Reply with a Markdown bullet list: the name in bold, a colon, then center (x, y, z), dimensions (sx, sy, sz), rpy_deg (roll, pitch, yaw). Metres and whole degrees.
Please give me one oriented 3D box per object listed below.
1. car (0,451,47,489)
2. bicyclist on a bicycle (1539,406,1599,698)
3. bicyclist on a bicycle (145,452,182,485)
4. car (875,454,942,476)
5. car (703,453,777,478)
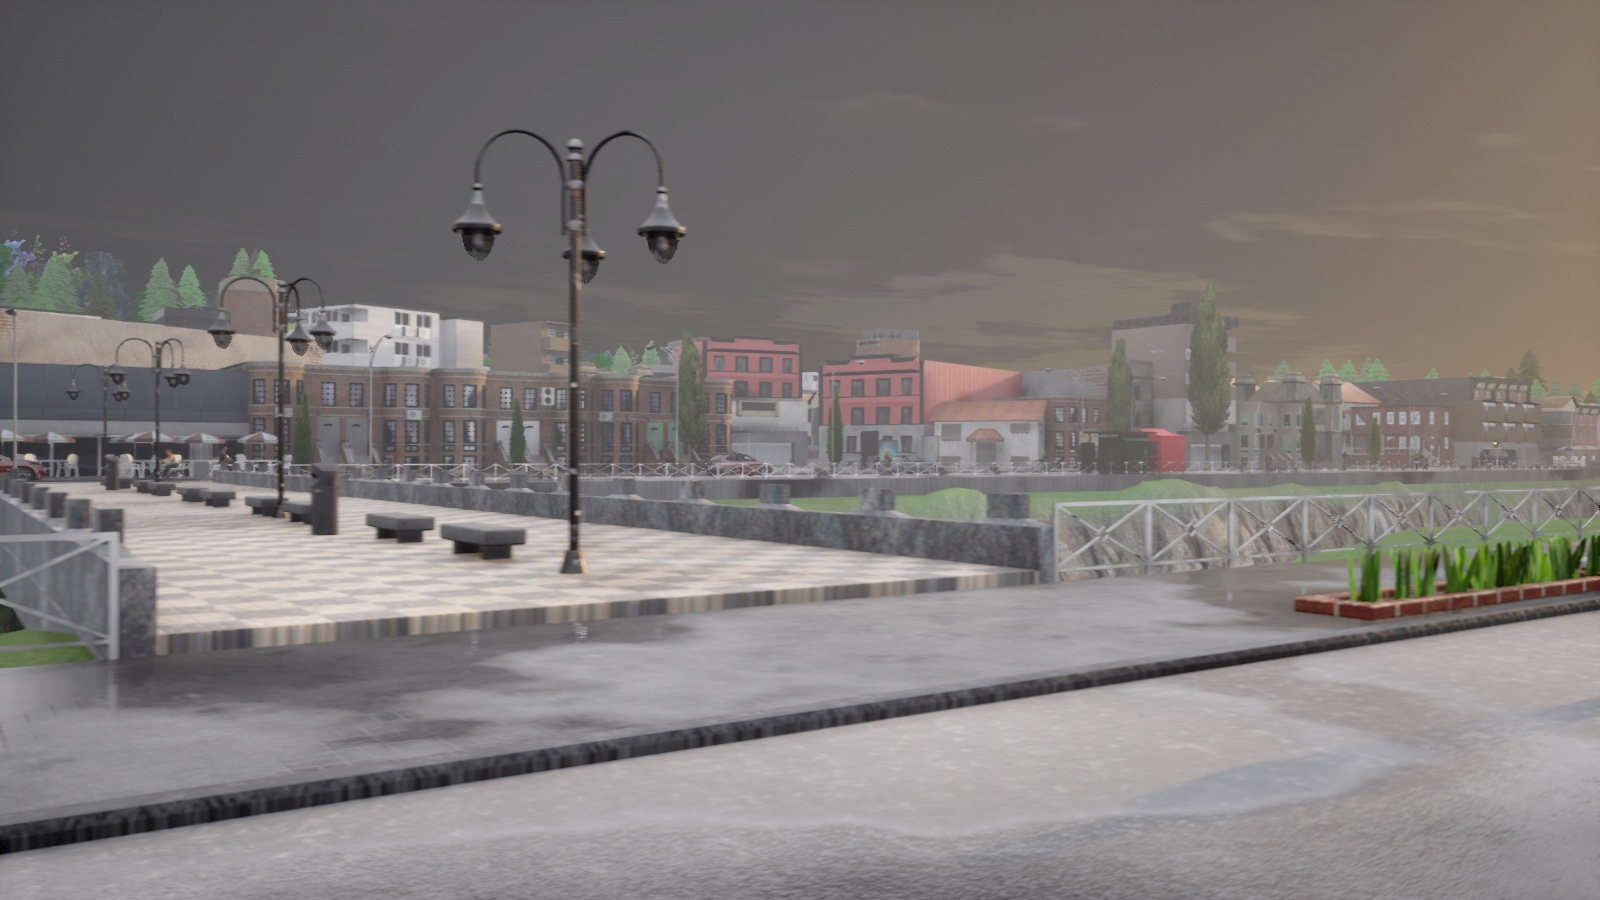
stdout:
- **car**: center (-35.643, 0.885, 54.609), dimensions (4.856, 1.649, 2.033), rpy_deg (0, 0, -35)
- **bicyclist on a bicycle**: center (5.602, 0.624, 8.167), dimensions (1.843, 1.776, 0.659), rpy_deg (0, 0, -35)
- **bicyclist on a bicycle**: center (-31.580, 0.901, 62.313), dimensions (1.509, 1.612, 0.866), rpy_deg (0, 0, -35)
- **car**: center (7.287, 1.000, 84.508), dimensions (4.181, 1.385, 1.994), rpy_deg (0, 0, -35)
- **car**: center (-3.668, 0.955, 76.879), dimensions (4.193, 1.474, 1.816), rpy_deg (0, 0, -35)
